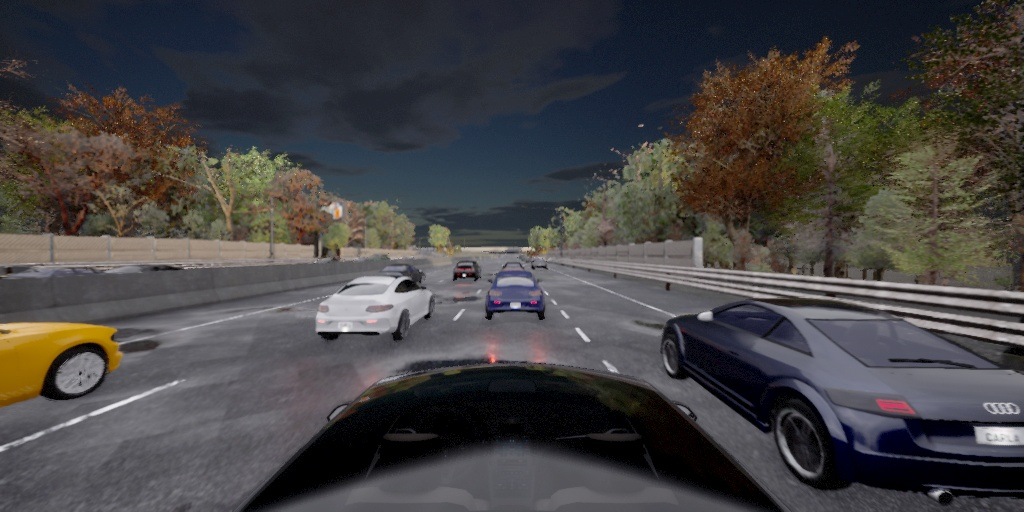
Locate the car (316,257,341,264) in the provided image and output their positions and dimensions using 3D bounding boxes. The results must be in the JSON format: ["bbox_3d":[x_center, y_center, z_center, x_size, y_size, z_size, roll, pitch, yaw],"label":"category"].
[{"bbox_3d":[-28.040,0.976,54.869,1.837,1.490,4.892,0,1,1],"label":"car"}]

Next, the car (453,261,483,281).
[{"bbox_3d":[-3.398,1.112,27.969,1.837,1.490,4.892,0,0,0],"label":"car"}]

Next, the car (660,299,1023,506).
[{"bbox_3d":[3.503,1.218,4.521,1.994,1.385,4.181,0,0,2],"label":"car"}]

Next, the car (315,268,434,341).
[{"bbox_3d":[-3.399,1.231,9.619,1.812,1.442,4.674,0,0,0],"label":"car"}]

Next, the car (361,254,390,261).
[{"bbox_3d":[-21.045,0.686,56.403,2.150,2.045,5.566,0,0,1],"label":"car"}]

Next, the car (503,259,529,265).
[{"bbox_3d":[0.105,1.168,28.619,1.994,1.385,4.181,0,0,0],"label":"car"}]

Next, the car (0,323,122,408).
[{"bbox_3d":[-6.898,1.218,3.359,1.882,1.535,5.008,0,0,0],"label":"car"}]

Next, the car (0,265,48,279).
[{"bbox_3d":[-21.099,1.215,16.616,2.033,1.411,5.357,0,0,0],"label":"car"}]

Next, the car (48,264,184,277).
[{"bbox_3d":[-17.598,1.171,16.844,1.837,1.490,4.892,0,0,0],"label":"car"}]

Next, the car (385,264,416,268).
[{"bbox_3d":[-6.898,1.184,22.346,2.033,1.411,5.357,0,0,0],"label":"car"}]

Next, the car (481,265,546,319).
[{"bbox_3d":[0.101,1.215,12.456,1.812,1.442,4.674,0,0,0],"label":"car"}]

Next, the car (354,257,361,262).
[{"bbox_3d":[-24.523,0.944,59.322,2.128,1.511,4.902,0,0,1],"label":"car"}]

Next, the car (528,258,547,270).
[{"bbox_3d":[3.504,0.994,47.168,1.994,1.385,4.181,0,0,0],"label":"car"}]

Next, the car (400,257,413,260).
[{"bbox_3d":[-17.534,0.942,59.562,2.128,1.511,4.902,0,0,1],"label":"car"}]
